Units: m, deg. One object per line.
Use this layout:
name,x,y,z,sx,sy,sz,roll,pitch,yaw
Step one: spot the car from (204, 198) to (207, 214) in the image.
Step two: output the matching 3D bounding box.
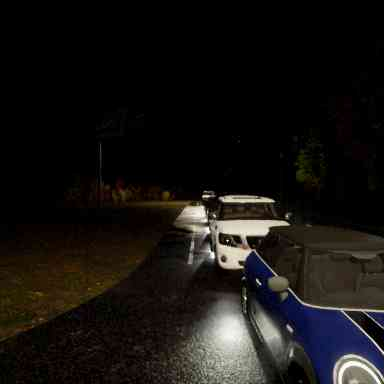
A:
car,1.978,1.380,23.089,1.837,1.490,4.892,0,0,1

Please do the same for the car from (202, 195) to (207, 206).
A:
car,2.113,1.322,29.344,1.882,1.535,5.008,0,0,1

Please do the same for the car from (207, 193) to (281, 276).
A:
car,1.716,1.160,10.502,2.150,2.045,5.566,0,0,1

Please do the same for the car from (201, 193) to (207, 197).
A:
car,2.393,1.275,41.599,2.128,1.511,4.902,0,0,1

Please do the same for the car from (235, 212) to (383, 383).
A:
car,1.940,1.338,4.156,2.097,1.767,4.553,0,0,0

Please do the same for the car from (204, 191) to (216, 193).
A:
car,2.743,0.938,54.441,2.150,2.045,5.566,0,0,2

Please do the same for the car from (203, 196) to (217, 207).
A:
car,2.567,1.314,48.008,1.994,1.385,4.181,0,0,2

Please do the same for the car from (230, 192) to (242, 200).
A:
car,10.147,0.949,76.925,2.097,1.767,4.553,0,0,1
